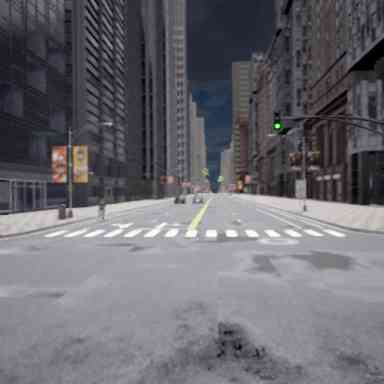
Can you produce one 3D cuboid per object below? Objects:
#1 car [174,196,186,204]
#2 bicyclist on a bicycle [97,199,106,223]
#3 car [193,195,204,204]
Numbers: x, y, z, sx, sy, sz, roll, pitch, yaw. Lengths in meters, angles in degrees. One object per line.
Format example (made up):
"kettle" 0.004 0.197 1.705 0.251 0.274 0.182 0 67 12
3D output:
"car" -2.112 1.382 60.233 1.882 1.535 5.008 -1 0 4
"bicyclist on a bicycle" -6.846 1.382 25.053 0.659 1.776 1.843 -1 0 4
"car" 1.130 1.362 60.004 2.128 1.511 4.902 -1 0 4
